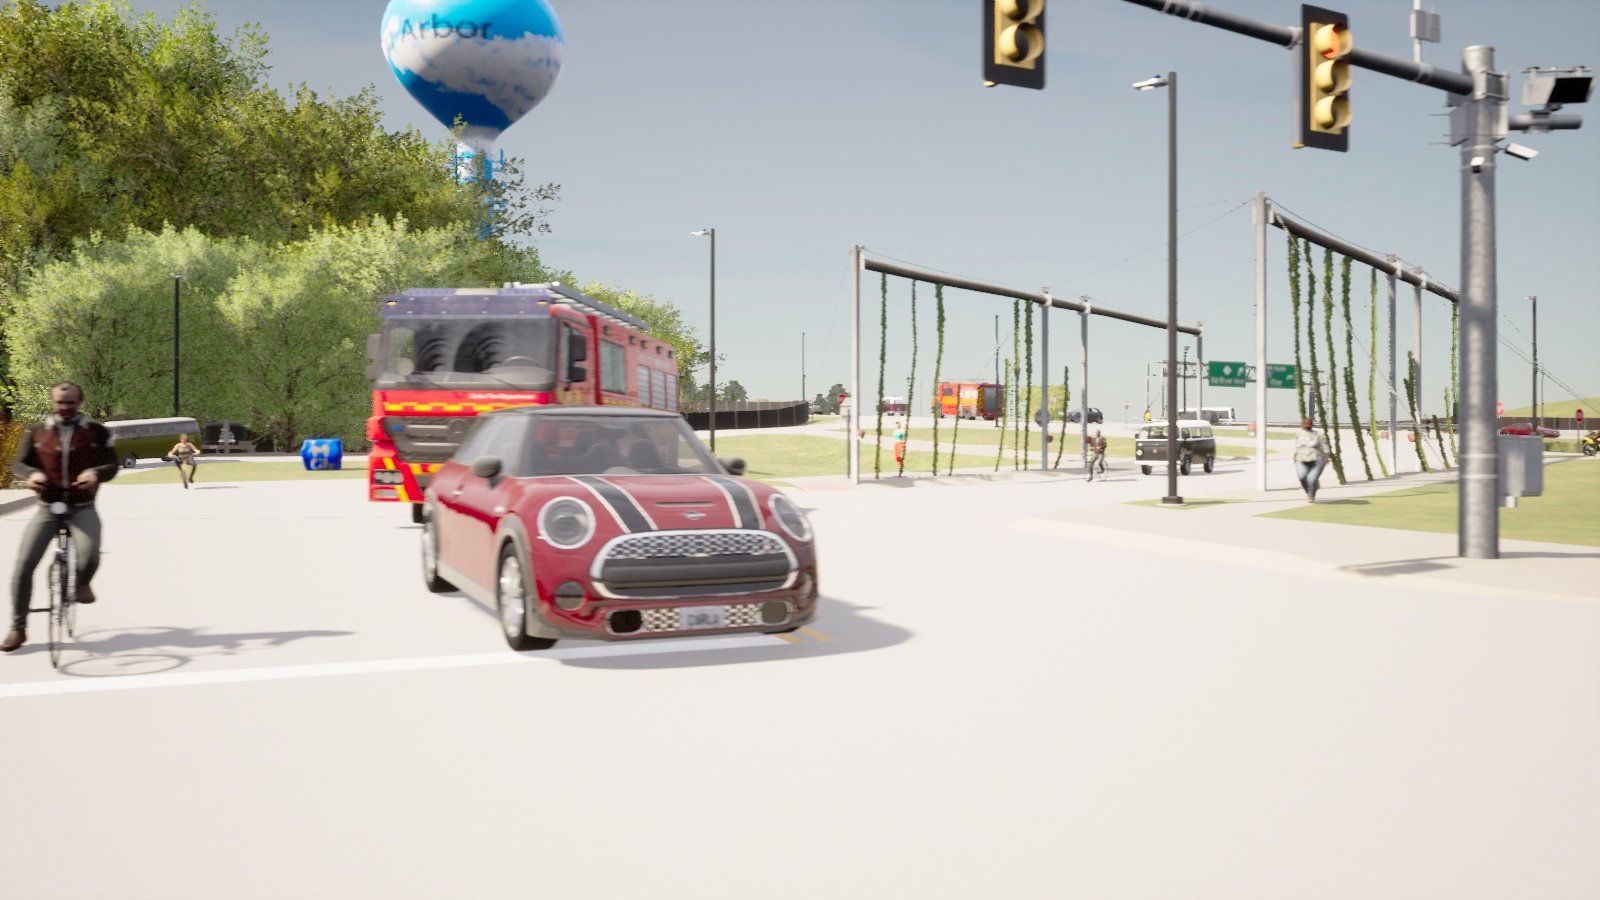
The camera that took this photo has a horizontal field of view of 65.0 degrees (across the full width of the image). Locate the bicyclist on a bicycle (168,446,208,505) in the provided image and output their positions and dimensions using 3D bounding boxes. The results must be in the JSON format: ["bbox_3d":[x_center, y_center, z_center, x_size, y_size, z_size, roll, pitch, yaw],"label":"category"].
[{"bbox_3d":[-17.692,0.721,36.357,0.866,1.612,1.509,-5,2,-24],"label":"bicyclist on a bicycle"}]

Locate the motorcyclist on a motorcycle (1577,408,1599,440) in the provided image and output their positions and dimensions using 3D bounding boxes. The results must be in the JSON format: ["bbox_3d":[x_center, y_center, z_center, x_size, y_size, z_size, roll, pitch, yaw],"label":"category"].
[{"bbox_3d":[37.910,-1.233,59.260,0.797,1.523,2.044,-1,1,-24],"label":"motorcyclist on a motorcycle"}]

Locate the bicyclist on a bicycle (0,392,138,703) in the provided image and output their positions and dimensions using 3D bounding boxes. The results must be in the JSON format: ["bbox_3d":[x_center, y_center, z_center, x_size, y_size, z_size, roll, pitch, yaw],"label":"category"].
[{"bbox_3d":[-4.697,0.539,8.117,0.659,1.776,1.843,-1,1,-26],"label":"bicyclist on a bicycle"}]

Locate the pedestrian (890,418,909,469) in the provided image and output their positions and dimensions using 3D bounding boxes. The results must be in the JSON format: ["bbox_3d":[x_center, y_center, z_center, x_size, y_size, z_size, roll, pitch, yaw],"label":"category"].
[{"bbox_3d":[3.585,-0.235,45.224,0.345,1.836,0.594,-1,0,39],"label":"pedestrian"}]

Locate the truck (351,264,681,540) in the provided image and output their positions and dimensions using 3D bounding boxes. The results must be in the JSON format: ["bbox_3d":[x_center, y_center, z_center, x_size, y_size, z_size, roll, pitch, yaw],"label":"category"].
[{"bbox_3d":[-4.397,-0.632,21.786,2.891,3.827,8.468,-1,0,7],"label":"truck"}]

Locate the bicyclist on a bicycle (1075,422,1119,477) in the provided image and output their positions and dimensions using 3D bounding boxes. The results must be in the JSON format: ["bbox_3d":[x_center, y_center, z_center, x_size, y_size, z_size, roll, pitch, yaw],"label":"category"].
[{"bbox_3d":[9.913,-0.020,41.881,0.659,1.776,1.843,-1,1,39],"label":"bicyclist on a bicycle"}]

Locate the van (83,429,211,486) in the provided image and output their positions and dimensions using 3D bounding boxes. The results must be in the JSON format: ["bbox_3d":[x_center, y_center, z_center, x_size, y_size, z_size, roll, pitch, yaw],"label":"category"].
[{"bbox_3d":[-28.101,0.280,54.179,1.775,1.987,4.442,1,6,32],"label":"van"}]

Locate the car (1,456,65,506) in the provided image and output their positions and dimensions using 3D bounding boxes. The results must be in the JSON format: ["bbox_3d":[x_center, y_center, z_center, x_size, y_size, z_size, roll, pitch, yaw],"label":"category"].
[{"bbox_3d":[-26.916,1.037,44.066,1.789,1.549,3.705,-3,2,-32],"label":"car"}]

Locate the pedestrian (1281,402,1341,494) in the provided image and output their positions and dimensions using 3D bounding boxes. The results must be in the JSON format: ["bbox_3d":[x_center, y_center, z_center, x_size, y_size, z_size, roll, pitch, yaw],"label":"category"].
[{"bbox_3d":[10.597,-0.042,26.038,0.874,1.855,0.900,-1,0,39],"label":"pedestrian"}]

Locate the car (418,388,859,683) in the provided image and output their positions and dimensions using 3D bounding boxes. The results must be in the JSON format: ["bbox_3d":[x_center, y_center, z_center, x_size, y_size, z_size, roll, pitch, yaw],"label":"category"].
[{"bbox_3d":[-1.563,0.461,10.027,2.097,1.767,4.553,-1,1,-27],"label":"car"}]

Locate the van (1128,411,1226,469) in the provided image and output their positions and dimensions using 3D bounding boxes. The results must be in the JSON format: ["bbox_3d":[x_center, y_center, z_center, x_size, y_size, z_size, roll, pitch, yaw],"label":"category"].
[{"bbox_3d":[14.348,-0.414,47.675,2.069,2.038,4.480,-1,1,37],"label":"van"}]
